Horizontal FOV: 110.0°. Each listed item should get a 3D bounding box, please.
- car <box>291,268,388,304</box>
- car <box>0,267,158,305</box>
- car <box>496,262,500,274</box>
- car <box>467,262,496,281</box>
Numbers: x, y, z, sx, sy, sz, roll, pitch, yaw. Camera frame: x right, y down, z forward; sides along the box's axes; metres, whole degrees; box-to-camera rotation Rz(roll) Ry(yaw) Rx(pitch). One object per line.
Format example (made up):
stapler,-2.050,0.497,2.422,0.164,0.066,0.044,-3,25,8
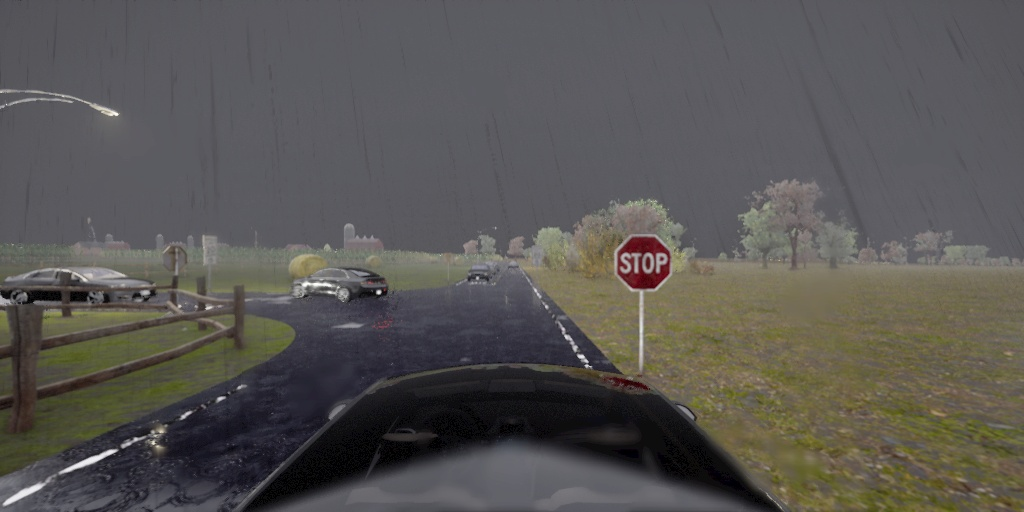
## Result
car,-8.008,1.273,16.560,4.892,1.490,1.837,1,-1,24
car,-17.206,1.205,14.423,4.902,1.511,2.128,0,0,0
car,-2.734,1.439,41.931,2.128,1.511,4.902,0,0,0
car,-2.773,1.441,31.742,2.033,1.411,5.357,0,0,0
